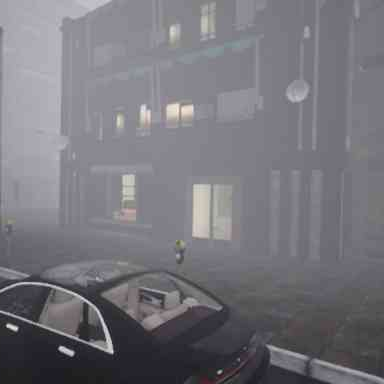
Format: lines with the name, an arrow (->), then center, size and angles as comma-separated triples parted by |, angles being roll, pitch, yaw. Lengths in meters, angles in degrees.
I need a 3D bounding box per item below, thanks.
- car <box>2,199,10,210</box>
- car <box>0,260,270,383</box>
car -> -21.546, 1.242, 34.884 | 2.008, 1.369, 4.403 | 1, 0, 36
car -> -1.303, 1.517, 3.941 | 4.403, 1.369, 2.008 | 1, 1, 35
